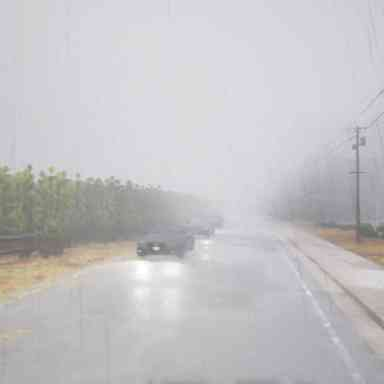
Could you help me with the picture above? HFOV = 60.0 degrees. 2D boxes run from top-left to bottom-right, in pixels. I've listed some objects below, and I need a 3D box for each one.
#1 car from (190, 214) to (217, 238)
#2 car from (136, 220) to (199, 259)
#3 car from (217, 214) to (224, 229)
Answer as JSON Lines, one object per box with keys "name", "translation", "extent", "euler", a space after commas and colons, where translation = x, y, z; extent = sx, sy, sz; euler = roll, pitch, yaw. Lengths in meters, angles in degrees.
{"name": "car", "translation": [0.594, 2.620, 25.385], "extent": [1.812, 1.442, 4.674], "euler": [0, -2, 10]}
{"name": "car", "translation": [-1.126, 2.221, 15.643], "extent": [1.994, 1.385, 4.181], "euler": [0, -2, 10]}
{"name": "car", "translation": [2.384, 3.102, 35.650], "extent": [2.033, 1.411, 5.357], "euler": [0, -2, 10]}
